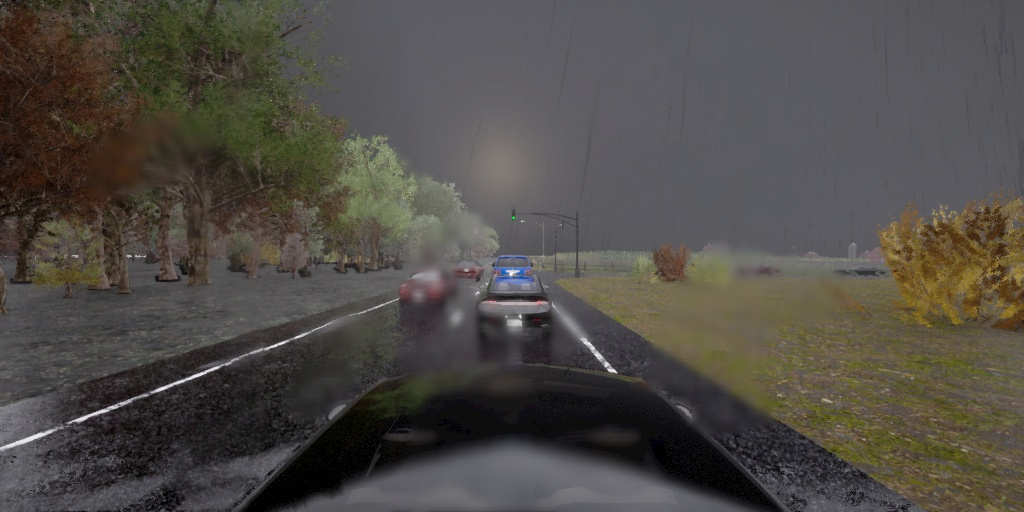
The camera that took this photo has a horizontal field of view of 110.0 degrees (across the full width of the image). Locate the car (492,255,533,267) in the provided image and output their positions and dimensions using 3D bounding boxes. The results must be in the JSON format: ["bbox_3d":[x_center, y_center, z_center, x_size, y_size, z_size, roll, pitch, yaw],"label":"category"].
[{"bbox_3d":[0.037,0.978,20.140,2.150,2.045,5.566,0,0,0],"label":"car"}]

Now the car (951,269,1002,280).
[{"bbox_3d":[51.210,1.836,39.663,4.674,1.442,1.812,1,-1,1],"label":"car"}]

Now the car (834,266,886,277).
[{"bbox_3d":[41.937,1.870,43.289,4.718,1.301,1.895,1,-1,0],"label":"car"}]

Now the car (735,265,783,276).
[{"bbox_3d":[29.738,1.737,43.313,4.718,1.301,1.895,1,-1,0],"label":"car"}]

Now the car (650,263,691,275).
[{"bbox_3d":[19.235,1.526,43.325,4.892,1.490,1.837,1,-1,0],"label":"car"}]

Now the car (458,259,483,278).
[{"bbox_3d":[-3.500,1.109,29.577,2.097,1.767,4.553,0,0,0],"label":"car"}]

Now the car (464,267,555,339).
[{"bbox_3d":[0.073,1.244,10.128,2.128,1.511,4.902,0,0,0],"label":"car"}]

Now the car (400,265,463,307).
[{"bbox_3d":[-3.448,1.279,15.513,1.812,1.442,4.674,0,0,0],"label":"car"}]
